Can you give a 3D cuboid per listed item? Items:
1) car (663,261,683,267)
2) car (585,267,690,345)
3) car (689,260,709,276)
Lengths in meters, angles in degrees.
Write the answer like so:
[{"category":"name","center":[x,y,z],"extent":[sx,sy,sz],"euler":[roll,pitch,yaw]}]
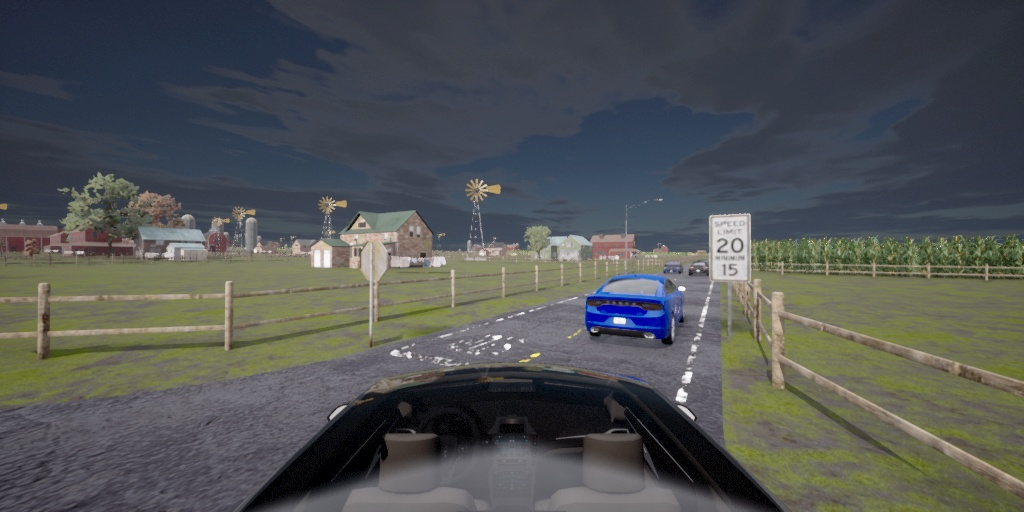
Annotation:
[{"category":"car","center":[18.794,1.293,41.615],"extent":[2.033,1.411,5.357],"euler":[0,0,30]},{"category":"car","center":[3.531,1.228,9.776],"extent":[1.882,1.535,5.008],"euler":[0,0,30]},{"category":"car","center":[19.245,1.269,36.803],"extent":[1.812,1.442,4.674],"euler":[0,0,31]}]
